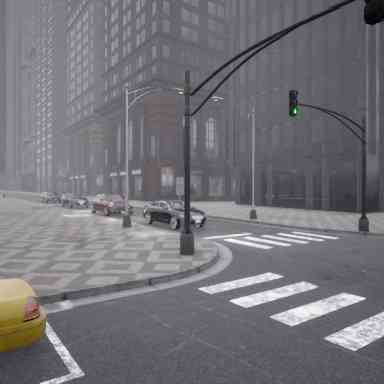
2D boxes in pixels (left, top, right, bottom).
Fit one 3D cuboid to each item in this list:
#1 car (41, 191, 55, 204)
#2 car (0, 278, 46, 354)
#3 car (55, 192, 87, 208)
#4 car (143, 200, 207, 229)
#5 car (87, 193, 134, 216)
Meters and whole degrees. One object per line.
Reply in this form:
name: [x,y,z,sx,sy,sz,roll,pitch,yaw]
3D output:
car: [-18.326,0.688,43.248,1.837,1.490,4.892,0,1,-35]
car: [-4.259,1.525,3.614,4.829,1.417,1.752,0,0,-35]
car: [-12.316,0.853,34.828,2.128,1.511,4.902,0,1,-36]
car: [-1.104,1.205,19.218,2.128,1.511,4.902,0,1,-36]
car: [-6.435,0.895,26.638,2.097,1.767,4.553,0,1,-35]
